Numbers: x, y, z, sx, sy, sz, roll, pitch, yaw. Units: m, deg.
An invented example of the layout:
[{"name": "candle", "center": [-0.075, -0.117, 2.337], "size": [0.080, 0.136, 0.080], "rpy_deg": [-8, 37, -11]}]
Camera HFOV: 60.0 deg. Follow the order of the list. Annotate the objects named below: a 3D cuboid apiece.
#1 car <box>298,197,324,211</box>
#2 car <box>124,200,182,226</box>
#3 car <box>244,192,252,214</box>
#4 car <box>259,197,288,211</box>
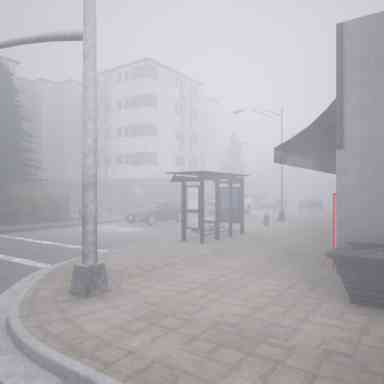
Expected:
[{"name": "car", "center": [13.718, 1.329, 38.217], "size": [1.837, 1.490, 4.892], "rpy_deg": [0, 0, 36]}, {"name": "car", "center": [-2.342, 1.328, 22.191], "size": [1.837, 1.490, 4.892], "rpy_deg": [0, 0, 36]}, {"name": "car", "center": [3.544, 1.045, 30.373], "size": [2.150, 2.045, 5.566], "rpy_deg": [0, 0, 36]}, {"name": "car", "center": [9.488, 1.301, 38.587], "size": [1.882, 1.535, 5.008], "rpy_deg": [0, 0, 36]}]
